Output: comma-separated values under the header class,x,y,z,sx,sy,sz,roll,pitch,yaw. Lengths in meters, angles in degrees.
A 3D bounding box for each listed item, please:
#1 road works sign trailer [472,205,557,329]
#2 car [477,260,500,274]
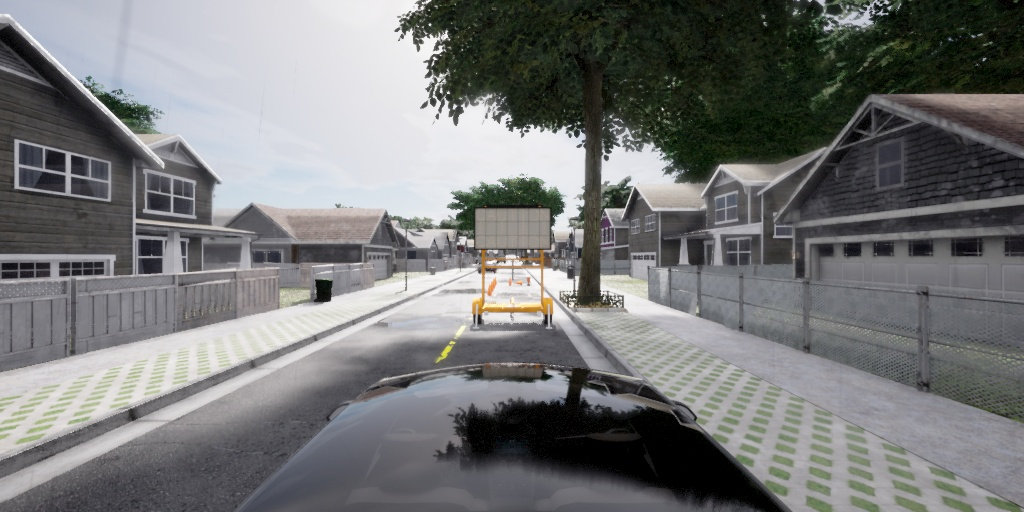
class,x,y,z,sx,sy,sz,roll,pitch,yaw
road works sign trailer,0.023,0.213,11.244,2.380,3.560,2.880,0,0,0
car,-2.778,1.280,40.726,1.994,1.385,4.181,0,0,0
